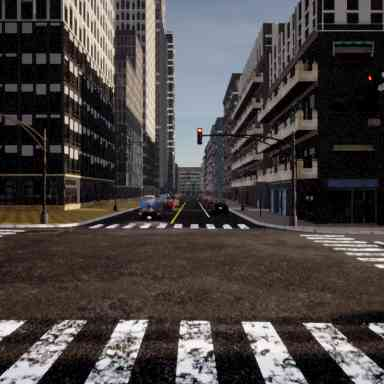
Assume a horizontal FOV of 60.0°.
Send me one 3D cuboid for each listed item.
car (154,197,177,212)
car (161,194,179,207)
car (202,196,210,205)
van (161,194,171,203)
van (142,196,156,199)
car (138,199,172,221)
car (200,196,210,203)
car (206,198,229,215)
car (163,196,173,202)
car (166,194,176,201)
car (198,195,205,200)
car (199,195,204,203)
[{"bbox_3d":[-3.064,1.605,38.908,1.895,1.301,4.718,0,0,0],"label":"car"},{"bbox_3d":[-3.049,1.358,49.491,2.097,1.767,4.553,0,0,0],"label":"car"},{"bbox_3d":[2.724,1.550,43.806,1.887,1.381,4.507,0,0,0],"label":"car"},{"bbox_3d":[-5.633,1.355,72.084,1.690,1.788,3.998,0,0,0],"label":"van"},{"bbox_3d":[-5.657,1.346,43.813,1.690,1.788,3.998,0,0,0],"label":"van"},{"bbox_3d":[-3.126,1.549,27.564,2.033,1.411,5.357,0,0,2],"label":"car"},{"bbox_3d":[2.748,1.559,72.077,1.887,1.381,4.507,0,0,0],"label":"car"},{"bbox_3d":[2.717,1.568,33.839,1.947,1.339,4.313,0,0,0],"label":"car"},{"bbox_3d":[-5.628,1.567,77.738,2.008,1.369,4.403,0,0,0],"label":"car"},{"bbox_3d":[-5.619,1.337,89.048,2.192,1.841,5.009,0,0,0],"label":"car"},{"bbox_3d":[2.766,1.590,94.695,1.947,1.339,4.313,0,0,0],"label":"car"},{"bbox_3d":[2.738,1.561,60.769,2.008,1.369,4.403,0,0,0],"label":"car"}]
